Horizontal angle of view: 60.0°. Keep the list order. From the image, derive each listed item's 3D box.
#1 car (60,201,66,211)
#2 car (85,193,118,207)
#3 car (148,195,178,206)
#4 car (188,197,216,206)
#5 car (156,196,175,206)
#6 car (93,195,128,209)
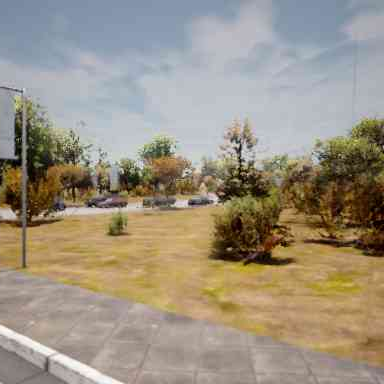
[{"bbox_3d":[-17.587,1.444,39.849,2.097,1.767,4.553,0,0,39],"label":"car"},{"bbox_3d":[-13.475,1.257,50.567,2.150,2.045,5.566,0,0,39],"label":"car"},{"bbox_3d":[-4.830,1.396,55.729,2.128,1.511,4.902,0,1,39],"label":"car"},{"bbox_3d":[1.593,1.412,52.331,2.033,1.411,5.357,0,1,38],"label":"car"},{"bbox_3d":[-5.029,1.444,49.602,1.882,1.535,5.008,0,1,39],"label":"car"},{"bbox_3d":[-11.345,1.561,47.618,1.812,1.442,4.674,0,0,38],"label":"car"}]
